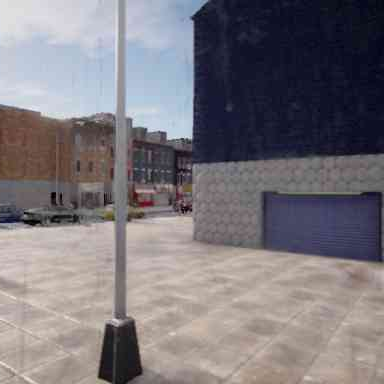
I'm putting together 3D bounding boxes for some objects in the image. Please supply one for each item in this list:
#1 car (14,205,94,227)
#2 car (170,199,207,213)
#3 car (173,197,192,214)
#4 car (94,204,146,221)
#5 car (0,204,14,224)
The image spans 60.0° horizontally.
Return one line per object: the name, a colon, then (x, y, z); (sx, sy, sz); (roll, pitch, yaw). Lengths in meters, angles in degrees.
car: (-9.109, 1.553, 22.296); (1.947, 1.339, 4.313); (0, -1, 35)
car: (-0.289, 1.620, 39.279); (1.837, 1.490, 4.892); (0, 0, 35)
car: (0.650, 1.437, 36.057); (2.192, 1.841, 5.009); (0, -1, 35)
car: (-5.758, 1.558, 27.021); (1.752, 1.417, 4.829); (0, -1, 35)
car: (-12.449, 1.502, 22.139); (2.033, 1.411, 5.357); (0, 0, 35)
